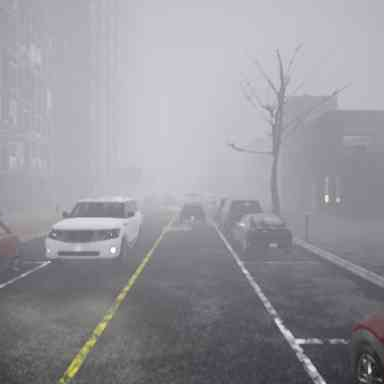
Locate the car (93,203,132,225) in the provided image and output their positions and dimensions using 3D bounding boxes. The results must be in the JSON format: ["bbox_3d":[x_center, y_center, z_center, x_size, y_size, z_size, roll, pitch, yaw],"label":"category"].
[{"bbox_3d":[-5.694,1.508,24.258,1.802,1.307,4.206,1,0,0],"label":"car"}]

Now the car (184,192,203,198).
[{"bbox_3d":[0.066,1.060,45.202,2.150,2.045,5.566,0,0,0],"label":"car"}]

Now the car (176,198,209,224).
[{"bbox_3d":[0.052,1.432,24.417,1.837,1.490,4.892,0,1,0],"label":"car"}]

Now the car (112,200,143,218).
[{"bbox_3d":[-5.696,1.451,29.804,1.887,1.381,4.507,1,0,0],"label":"car"}]

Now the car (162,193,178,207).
[{"bbox_3d":[-3.112,1.334,48.714,1.837,1.490,4.892,0,0,0],"label":"car"}]

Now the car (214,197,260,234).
[{"bbox_3d":[2.693,1.259,18.714,2.192,1.841,5.009,1,0,0],"label":"car"}]

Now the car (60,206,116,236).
[{"bbox_3d":[-5.691,1.527,18.710,1.802,1.307,4.206,1,0,0],"label":"car"}]

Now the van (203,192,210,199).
[{"bbox_3d":[2.674,1.155,51.995,1.690,1.788,3.998,1,0,0],"label":"van"}]

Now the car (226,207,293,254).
[{"bbox_3d":[2.693,1.513,13.169,2.008,1.369,4.403,1,0,0],"label":"car"}]

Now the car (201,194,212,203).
[{"bbox_3d":[2.666,1.205,63.087,1.967,1.590,4.097,1,0,0],"label":"car"}]

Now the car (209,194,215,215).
[{"bbox_3d":[2.690,1.240,24.263,2.192,1.841,5.009,1,0,0],"label":"car"}]

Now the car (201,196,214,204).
[{"bbox_3d":[2.668,1.356,57.542,1.947,1.339,4.313,1,0,0],"label":"car"}]

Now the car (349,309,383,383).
[{"bbox_3d":[2.700,1.434,2.077,1.967,1.590,4.097,1,0,0],"label":"car"}]

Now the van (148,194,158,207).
[{"bbox_3d":[-5.703,1.180,46.443,1.690,1.788,3.998,1,0,0],"label":"van"}]

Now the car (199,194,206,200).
[{"bbox_3d":[2.653,1.180,85.443,1.752,1.417,4.829,1,0,0],"label":"car"}]

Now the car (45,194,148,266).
[{"bbox_3d":[-3.096,1.190,11.815,2.150,2.045,5.566,0,0,0],"label":"car"}]

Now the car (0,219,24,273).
[{"bbox_3d":[-5.683,1.419,7.617,1.967,1.590,4.097,1,0,0],"label":"car"}]

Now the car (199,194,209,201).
[{"bbox_3d":[2.659,1.256,74.182,1.887,1.381,4.507,1,0,0],"label":"car"}]

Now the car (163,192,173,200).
[{"bbox_3d":[-5.721,1.000,79.719,2.192,1.841,5.009,1,0,0],"label":"car"}]

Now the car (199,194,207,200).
[{"bbox_3d":[2.655,1.266,79.727,1.802,1.307,4.206,1,0,0],"label":"car"}]
